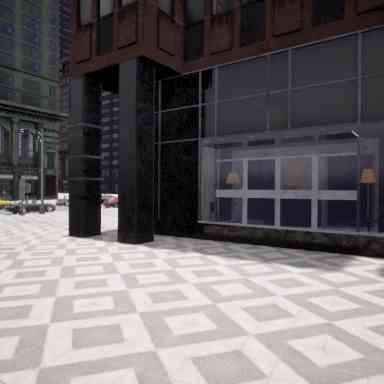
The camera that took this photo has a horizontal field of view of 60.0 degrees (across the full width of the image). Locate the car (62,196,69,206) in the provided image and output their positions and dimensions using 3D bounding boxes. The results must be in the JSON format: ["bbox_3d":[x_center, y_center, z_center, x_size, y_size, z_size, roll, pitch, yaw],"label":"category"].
[{"bbox_3d":[-15.986,1.131,44.496,2.008,1.369,4.403,2,2,36],"label":"car"}]

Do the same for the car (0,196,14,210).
[{"bbox_3d":[-22.140,1.232,35.895,1.752,1.417,4.829,2,2,36],"label":"car"}]

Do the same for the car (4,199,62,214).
[{"bbox_3d":[-15.007,1.341,31.216,2.008,1.369,4.403,2,2,36],"label":"car"}]

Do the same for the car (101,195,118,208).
[{"bbox_3d":[-8.748,1.243,39.963,1.802,1.307,4.206,2,2,36],"label":"car"}]

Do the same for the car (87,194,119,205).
[{"bbox_3d":[-12.959,1.082,48.726,1.947,1.339,4.313,2,2,36],"label":"car"}]

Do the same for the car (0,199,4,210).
[{"bbox_3d":[-18.137,1.418,26.842,1.947,1.339,4.313,2,2,36],"label":"car"}]
